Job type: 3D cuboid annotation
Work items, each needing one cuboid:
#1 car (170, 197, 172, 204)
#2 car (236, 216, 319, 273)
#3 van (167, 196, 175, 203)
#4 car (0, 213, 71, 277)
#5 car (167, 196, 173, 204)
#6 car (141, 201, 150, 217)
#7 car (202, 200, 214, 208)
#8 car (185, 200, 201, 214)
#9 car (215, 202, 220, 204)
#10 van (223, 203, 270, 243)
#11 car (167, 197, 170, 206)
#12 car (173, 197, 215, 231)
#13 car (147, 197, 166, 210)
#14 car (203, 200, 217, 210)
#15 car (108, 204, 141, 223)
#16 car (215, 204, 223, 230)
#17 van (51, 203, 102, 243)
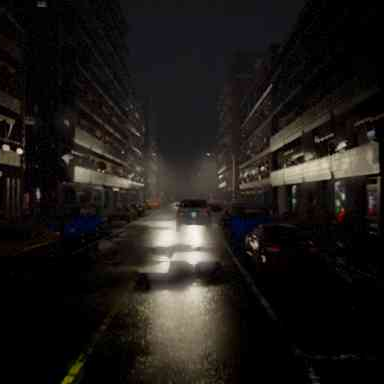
[{"bbox_3d":[-5.670,2.128,67.578,1.802,1.307,4.206,0,-1,0],"label":"car"},{"bbox_3d":[2.697,1.656,10.676,1.802,1.307,4.206,0,0,0],"label":"car"},{"bbox_3d":[-5.664,2.116,90.341,1.690,1.788,3.998,0,-1,0],"label":"van"},{"bbox_3d":[-5.683,1.598,10.511,1.752,1.417,4.829,0,0,0],"label":"car"},{"bbox_3d":[-5.667,1.974,78.960,2.192,1.841,5.009,0,-1,0],"label":"car"},{"bbox_3d":[-5.678,1.831,33.440,1.802,1.307,4.206,0,0,0],"label":"car"},{"bbox_3d":[2.708,2.024,56.195,1.802,1.307,4.206,0,-1,0],"label":"car"},{"bbox_3d":[0.112,1.817,40.981,1.837,1.490,4.892,0,-1,0],"label":"car"},{"bbox_3d":[2.704,1.879,39.125,1.802,1.307,4.206,0,0,0],"label":"car"},{"bbox_3d":[2.700,1.457,16.365,1.690,1.788,3.998,0,0,0],"label":"van"},{"bbox_3d":[-5.671,2.059,61.890,1.947,1.339,4.313,0,-1,0],"label":"car"},{"bbox_3d":[0.105,1.379,21.830,2.150,2.045,5.566,0,0,0],"label":"car"},{"bbox_3d":[-5.673,1.707,50.511,2.192,1.841,5.009,0,0,0],"label":"car"},{"bbox_3d":[2.707,1.974,50.505,1.802,1.307,4.206,0,0,0],"label":"car"},{"bbox_3d":[-5.679,1.727,27.579,1.752,1.417,4.829,0,0,0],"label":"car"},{"bbox_3d":[2.700,1.703,22.055,1.887,1.381,4.507,0,0,0],"label":"car"},{"bbox_3d":[-5.680,1.456,16.369,1.690,1.788,3.998,0,0,0],"label":"van"}]
